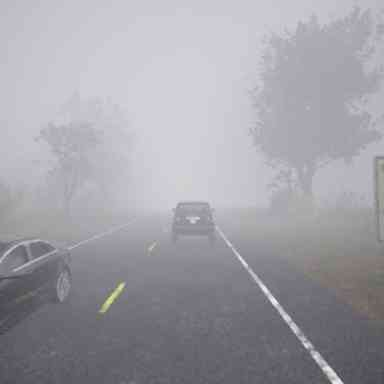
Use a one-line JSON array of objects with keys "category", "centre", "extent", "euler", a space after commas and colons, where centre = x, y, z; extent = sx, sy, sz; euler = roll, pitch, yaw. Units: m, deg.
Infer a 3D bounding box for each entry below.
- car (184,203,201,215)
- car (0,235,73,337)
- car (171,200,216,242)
[{"category": "car", "centre": [0.085, 2.113, 41.839], "extent": [1.994, 1.385, 4.181], "euler": [0, -1, 0]}, {"category": "car", "centre": [-3.597, 1.558, 5.612], "extent": [2.128, 1.511, 4.902], "euler": [0, -1, 0]}, {"category": "car", "centre": [0.077, 1.440, 17.772], "extent": [2.150, 2.045, 5.566], "euler": [0, 0, 1]}]
